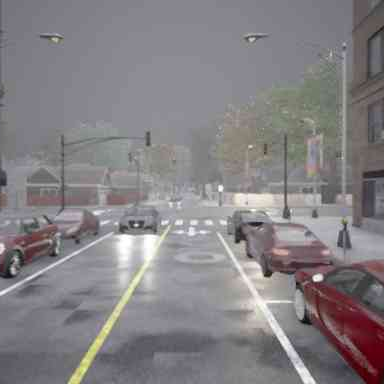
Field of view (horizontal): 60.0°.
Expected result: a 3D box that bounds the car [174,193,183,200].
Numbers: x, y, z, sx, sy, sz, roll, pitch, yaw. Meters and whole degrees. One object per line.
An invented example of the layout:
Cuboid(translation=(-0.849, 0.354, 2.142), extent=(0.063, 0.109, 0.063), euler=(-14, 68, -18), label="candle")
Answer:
Cuboid(translation=(-3.142, 1.046, 76.931), extent=(1.882, 1.535, 5.008), euler=(0, 0, 0), label="car")

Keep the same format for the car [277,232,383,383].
Cuboid(translation=(2.635, 1.517, 4.148), extent=(1.887, 1.381, 4.507), euler=(0, 0, 0), label="car")

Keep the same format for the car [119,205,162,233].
Cuboid(translation=(-2.765, 1.447, 18.548), extent=(1.994, 1.385, 4.181), euler=(0, 0, 0), label="car")

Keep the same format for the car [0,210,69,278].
Cuboid(translation=(-5.395, 1.379, 9.657), extent=(1.967, 1.590, 4.097), euler=(0, 0, 0), label="car")

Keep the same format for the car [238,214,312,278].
Cuboid(translation=(2.630, 1.520, 9.666), extent=(1.802, 1.307, 4.206), euler=(0, 0, 0), label="car")

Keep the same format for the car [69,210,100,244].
Cuboid(translation=(-5.399, 1.486, 15.177), extent=(1.802, 1.307, 4.206), euler=(0, 0, 0), label="car")

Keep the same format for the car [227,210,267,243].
Cuboid(translation=(2.626, 1.469, 15.184), extent=(1.947, 1.339, 4.313), euler=(0, 0, 0), label="car")

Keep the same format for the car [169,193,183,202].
Cuboid(translation=(-3.116, 1.147, 61.777), extent=(1.837, 1.490, 4.892), euler=(0, 0, 0), label="car")
